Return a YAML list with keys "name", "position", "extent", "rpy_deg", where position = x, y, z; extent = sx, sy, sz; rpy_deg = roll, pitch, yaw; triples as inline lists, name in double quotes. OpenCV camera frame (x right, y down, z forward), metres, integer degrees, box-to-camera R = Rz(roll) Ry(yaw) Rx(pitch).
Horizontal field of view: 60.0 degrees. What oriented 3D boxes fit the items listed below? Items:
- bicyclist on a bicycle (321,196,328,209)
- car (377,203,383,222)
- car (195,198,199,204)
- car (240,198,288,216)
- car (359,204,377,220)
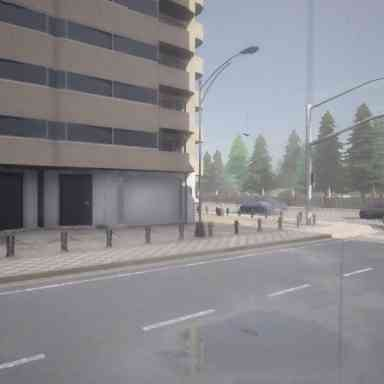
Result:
- name: "bicyclist on a bicycle"
  position: [17.327, 1.356, 43.456]
  extent: [1.656, 1.620, 0.582]
  rpy_deg: [0, 0, -36]
- name: "car"
  position: [12.850, 1.478, 19.198]
  extent: [1.882, 1.535, 5.008]
  rpy_deg: [2, 0, 9]
- name: "car"
  position: [-0.537, 1.581, 61.748]
  extent: [1.812, 1.442, 4.674]
  rpy_deg: [0, 0, -36]
- name: "car"
  position: [6.830, 1.581, 33.257]
  extent: [1.812, 1.442, 4.674]
  rpy_deg: [0, 0, -36]
- name: "car"
  position: [15.797, 1.613, 26.807]
  extent: [1.994, 1.385, 4.181]
  rpy_deg: [0, 0, -36]
